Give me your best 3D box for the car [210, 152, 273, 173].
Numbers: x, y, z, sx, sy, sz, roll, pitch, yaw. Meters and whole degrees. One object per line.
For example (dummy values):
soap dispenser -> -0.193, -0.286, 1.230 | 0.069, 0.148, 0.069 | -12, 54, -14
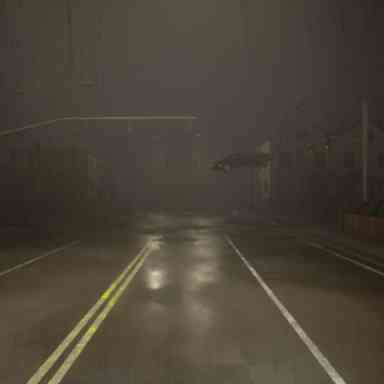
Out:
car -> 4.217, -2.721, 29.015 | 5.357, 1.411, 2.033 | -11, 0, -1
